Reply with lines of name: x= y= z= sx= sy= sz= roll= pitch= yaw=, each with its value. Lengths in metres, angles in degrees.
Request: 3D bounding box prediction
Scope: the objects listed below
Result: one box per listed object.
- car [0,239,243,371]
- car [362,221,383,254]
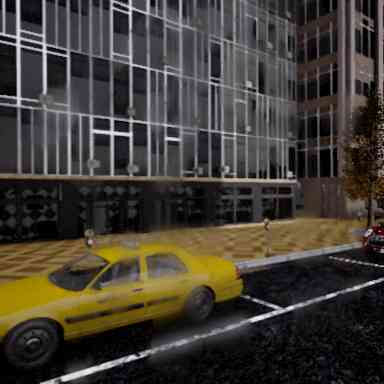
car: x=-1.285 y=1.530 z=5.652 sx=4.829 sy=1.417 sz=1.752 roll=0 pitch=-1 yaw=-35
car: x=8.108 y=1.473 z=12.351 sx=4.097 sy=1.590 sz=1.967 roll=0 pitch=-1 yaw=-35
